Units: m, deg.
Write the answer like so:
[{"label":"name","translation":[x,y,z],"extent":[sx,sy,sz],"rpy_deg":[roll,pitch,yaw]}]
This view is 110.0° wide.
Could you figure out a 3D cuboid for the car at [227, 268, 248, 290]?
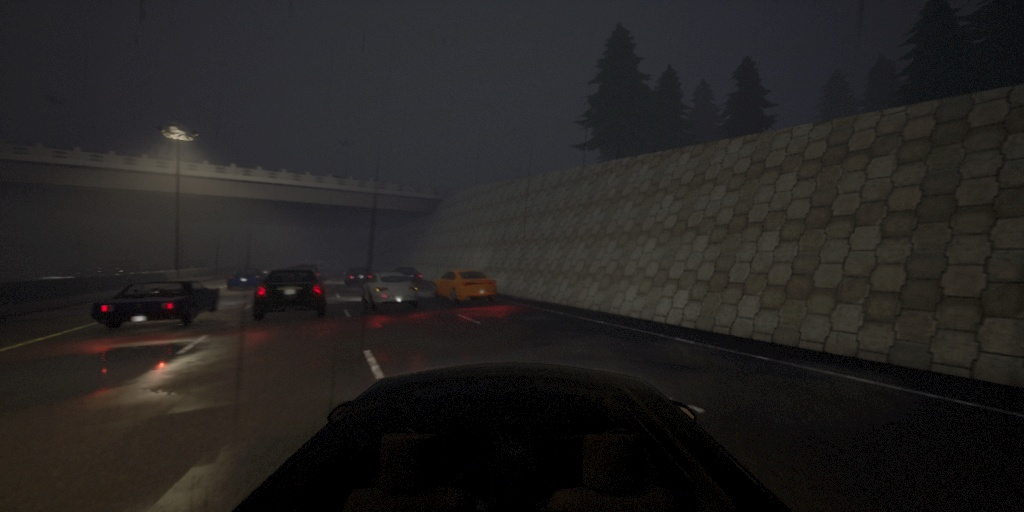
[{"label":"car","translation":[-18.453,1.548,25.241],"extent":[1.994,1.385,4.181],"rpy_deg":[0,-1,-28]}]

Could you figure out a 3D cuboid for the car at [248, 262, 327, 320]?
[{"label":"car","translation":[-8.228,1.221,13.597],"extent":[2.097,1.767,4.553],"rpy_deg":[0,-1,-28]}]

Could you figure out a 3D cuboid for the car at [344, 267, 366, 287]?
[{"label":"car","translation":[-11.819,1.565,27.659],"extent":[2.033,1.411,5.357],"rpy_deg":[0,-1,-28]}]

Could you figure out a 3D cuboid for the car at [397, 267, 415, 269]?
[{"label":"car","translation":[-8.735,1.587,29.314],"extent":[2.033,1.411,5.357],"rpy_deg":[0,-1,-28]}]

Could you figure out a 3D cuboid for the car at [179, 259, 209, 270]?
[{"label":"car","translation":[-42.841,1.427,48.376],"extent":[2.150,2.045,5.566],"rpy_deg":[0,-1,-28]}]

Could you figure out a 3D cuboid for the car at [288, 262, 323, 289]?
[{"label":"car","translation":[-15.322,1.355,26.813],"extent":[2.097,1.767,4.553],"rpy_deg":[0,-1,-28]}]

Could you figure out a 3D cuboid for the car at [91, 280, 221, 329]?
[{"label":"car","translation":[-11.233,1.447,11.783],"extent":[1.895,1.301,4.718],"rpy_deg":[0,-1,-28]}]

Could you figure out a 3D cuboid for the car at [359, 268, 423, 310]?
[{"label":"car","translation":[-5.363,1.420,15.666],"extent":[1.812,1.442,4.674],"rpy_deg":[0,0,-28]}]

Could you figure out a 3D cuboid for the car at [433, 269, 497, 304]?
[{"label":"car","translation":[-2.445,1.397,17.639],"extent":[1.882,1.535,5.008],"rpy_deg":[0,0,-28]}]
